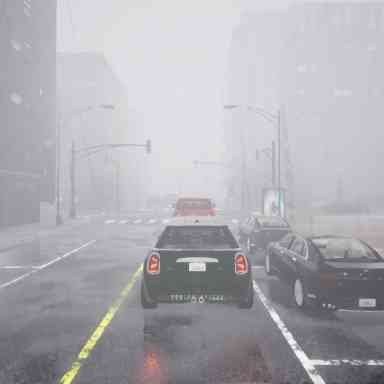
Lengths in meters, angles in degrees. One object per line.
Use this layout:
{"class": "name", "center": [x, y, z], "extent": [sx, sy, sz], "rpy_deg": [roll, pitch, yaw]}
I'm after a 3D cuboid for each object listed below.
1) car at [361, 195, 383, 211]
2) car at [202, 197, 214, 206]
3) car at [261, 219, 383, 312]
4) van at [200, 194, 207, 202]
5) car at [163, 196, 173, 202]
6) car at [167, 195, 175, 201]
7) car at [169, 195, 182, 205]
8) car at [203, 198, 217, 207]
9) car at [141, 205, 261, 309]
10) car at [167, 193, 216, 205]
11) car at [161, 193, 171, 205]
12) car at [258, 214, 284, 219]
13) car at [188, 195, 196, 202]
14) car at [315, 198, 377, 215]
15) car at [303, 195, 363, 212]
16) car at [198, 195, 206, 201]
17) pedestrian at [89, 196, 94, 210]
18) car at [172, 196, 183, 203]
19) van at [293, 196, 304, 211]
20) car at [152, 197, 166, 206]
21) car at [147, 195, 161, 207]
{"class": "car", "center": [19.305, 1.228, 38.081], "extent": [5.009, 1.841, 2.192], "rpy_deg": [0, 0, 0]}
{"class": "car", "center": [2.722, 1.603, 56.878], "extent": [1.802, 1.307, 4.206], "rpy_deg": [1, 0, 0]}
{"class": "car", "center": [2.834, 1.553, 7.544], "extent": [2.008, 1.369, 4.403], "rpy_deg": [1, 0, 0]}
{"class": "van", "center": [2.733, 1.373, 79.163], "extent": [1.690, 1.788, 3.998], "rpy_deg": [1, 0, 0]}
{"class": "car", "center": [-5.650, 1.597, 79.205], "extent": [1.947, 1.339, 4.313], "rpy_deg": [1, 0, 0]}
{"class": "car", "center": [-5.646, 1.603, 90.347], "extent": [1.947, 1.339, 4.313], "rpy_deg": [1, 0, 0]}
{"class": "car", "center": [-3.046, 1.375, 60.569], "extent": [2.097, 1.767, 4.553], "rpy_deg": [0, 0, 0]}
{"class": "car", "center": [2.720, 1.585, 51.307], "extent": [1.947, 1.339, 4.313], "rpy_deg": [1, 0, 0]}
{"class": "car", "center": [0.104, 1.354, 8.042], "extent": [2.097, 1.767, 4.553], "rpy_deg": [0, 0, 0]}
{"class": "car", "center": [0.094, 1.227, 17.529], "extent": [2.150, 2.045, 5.566], "rpy_deg": [0, 0, 0]}
{"class": "car", "center": [-3.102, 1.240, 51.000], "extent": [2.150, 2.045, 5.566], "rpy_deg": [0, 0, 0]}
{"class": "car", "center": [2.835, 1.555, 13.114], "extent": [2.008, 1.369, 4.403], "rpy_deg": [1, 0, 0]}
{"class": "car", "center": [0.029, 1.510, 80.413], "extent": [1.882, 1.535, 5.008], "rpy_deg": [0, 0, 0]}
{"class": "car", "center": [13.714, 1.413, 29.741], "extent": [4.206, 1.307, 1.802], "rpy_deg": [0, 0, 0]}
{"class": "car", "center": [15.002, 1.385, 35.520], "extent": [5.008, 1.535, 1.882], "rpy_deg": [0, -1, 2]}
{"class": "car", "center": [2.734, 1.582, 90.304], "extent": [1.887, 1.381, 4.507], "rpy_deg": [1, 0, 0]}
{"class": "pedestrian", "center": [-12.513, 1.347, 41.277], "extent": [0.375, 1.860, 0.375], "rpy_deg": [0, 0, 0]}
{"class": "car", "center": [-2.974, 1.553, 70.639], "extent": [2.128, 1.511, 4.902], "rpy_deg": [0, 0, 0]}
{"class": "van", "center": [13.778, 1.296, 38.123], "extent": [3.998, 1.788, 1.690], "rpy_deg": [0, 0, 0]}
{"class": "car", "center": [-5.658, 1.566, 56.921], "extent": [1.887, 1.381, 4.507], "rpy_deg": [1, 0, 0]}
{"class": "car", "center": [-5.656, 1.334, 51.350], "extent": [2.192, 1.841, 5.009], "rpy_deg": [1, 0, 0]}
